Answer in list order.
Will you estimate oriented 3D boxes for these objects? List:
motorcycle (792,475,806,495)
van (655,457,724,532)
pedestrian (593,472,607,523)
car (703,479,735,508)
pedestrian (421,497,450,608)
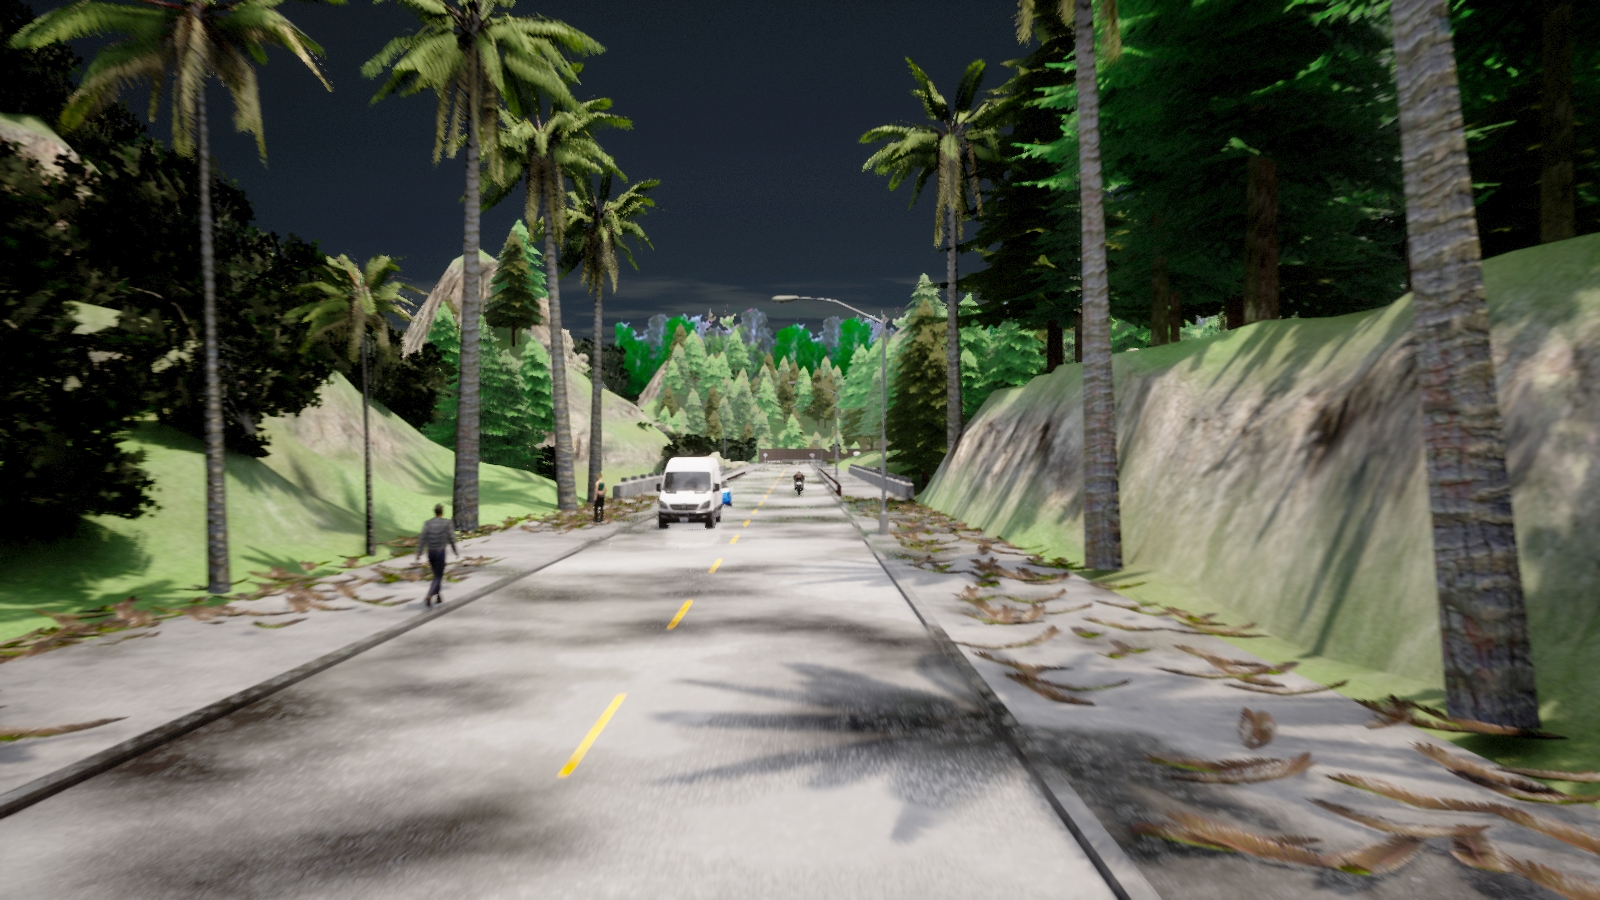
[{"bbox_3d":[-0.056,2.244,73.729,0.867,1.251,2.209,0,0,0],"label":"motorcycle"},{"bbox_3d":[-4.023,1.558,42.598,1.988,2.561,5.915,0,0,0],"label":"van"},{"bbox_3d":[-7.403,1.766,42.303,0.375,1.860,0.375,0,0,-39],"label":"pedestrian"},{"bbox_3d":[-4.047,2.152,57.221,1.481,1.376,2.207,0,0,0],"label":"car"},{"bbox_3d":[-6.272,1.754,19.657,0.375,1.860,0.375,0,0,3],"label":"pedestrian"}]
